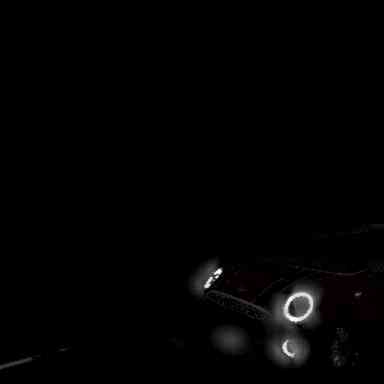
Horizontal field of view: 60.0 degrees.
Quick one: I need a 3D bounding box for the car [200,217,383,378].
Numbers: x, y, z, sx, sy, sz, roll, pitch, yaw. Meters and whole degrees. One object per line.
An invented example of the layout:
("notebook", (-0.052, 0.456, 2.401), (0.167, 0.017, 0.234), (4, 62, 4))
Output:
("car", (2.325, 1.345, 5.650), (4.553, 1.767, 2.097), (0, 0, -35))
